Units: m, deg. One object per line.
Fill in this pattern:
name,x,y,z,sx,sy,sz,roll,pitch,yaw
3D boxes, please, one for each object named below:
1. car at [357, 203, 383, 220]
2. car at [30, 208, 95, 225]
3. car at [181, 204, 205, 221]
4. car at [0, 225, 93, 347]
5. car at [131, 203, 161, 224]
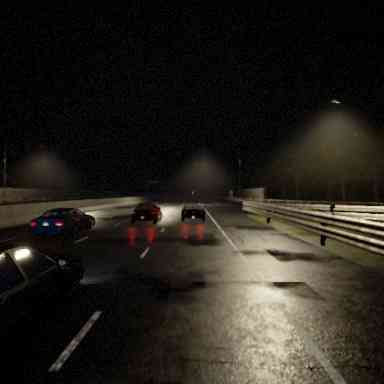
car,15.907,1.651,27.478,1.837,1.490,4.892,1,-1,-22
car,-6.898,1.573,18.187,2.033,1.411,5.357,0,0,0
car,0.103,1.654,27.938,1.895,1.301,4.718,0,0,0
car,-3.399,1.552,5.274,2.033,1.411,5.357,0,0,0
car,-3.397,1.570,25.226,1.812,1.442,4.674,0,0,0
